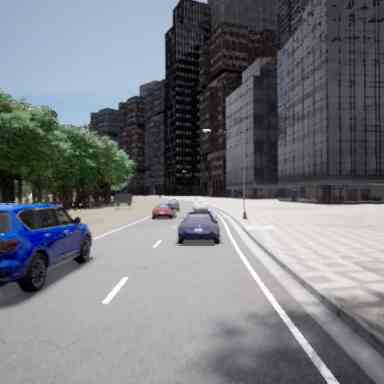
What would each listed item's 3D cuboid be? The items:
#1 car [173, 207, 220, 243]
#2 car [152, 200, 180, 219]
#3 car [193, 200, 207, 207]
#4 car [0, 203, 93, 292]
[{"bbox_3d":[0.381,1.667,16.784,1.994,1.385,4.181,0,0,3],"label":"car"},{"bbox_3d":[-2.600,1.774,31.705,1.994,1.385,4.181,0,0,3],"label":"car"},{"bbox_3d":[1.045,1.795,44.456,1.812,1.442,4.674,0,0,-1],"label":"car"},{"bbox_3d":[-4.576,1.308,9.286,2.150,2.045,5.566,0,0,1],"label":"car"}]
